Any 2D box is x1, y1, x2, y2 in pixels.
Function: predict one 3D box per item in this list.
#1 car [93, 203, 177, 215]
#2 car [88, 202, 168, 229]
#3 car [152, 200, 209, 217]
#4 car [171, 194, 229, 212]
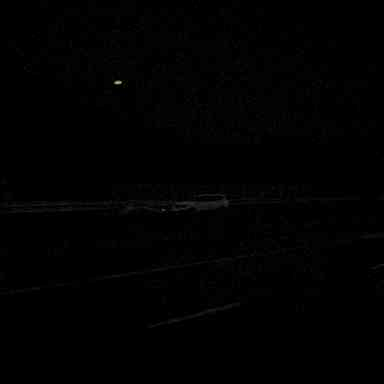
[{"bbox_3d":[-3.428,1.524,18.743,4.674,1.442,1.812,0,0,-35],"label":"car"},{"bbox_3d":[-4.262,1.489,22.447,4.902,1.511,2.128,0,0,-35],"label":"car"},{"bbox_3d":[-1.074,1.546,32.418,5.357,1.411,2.033,0,0,-38],"label":"car"},{"bbox_3d":[0.869,1.221,30.393,5.566,2.045,2.150,0,0,-35],"label":"car"}]
